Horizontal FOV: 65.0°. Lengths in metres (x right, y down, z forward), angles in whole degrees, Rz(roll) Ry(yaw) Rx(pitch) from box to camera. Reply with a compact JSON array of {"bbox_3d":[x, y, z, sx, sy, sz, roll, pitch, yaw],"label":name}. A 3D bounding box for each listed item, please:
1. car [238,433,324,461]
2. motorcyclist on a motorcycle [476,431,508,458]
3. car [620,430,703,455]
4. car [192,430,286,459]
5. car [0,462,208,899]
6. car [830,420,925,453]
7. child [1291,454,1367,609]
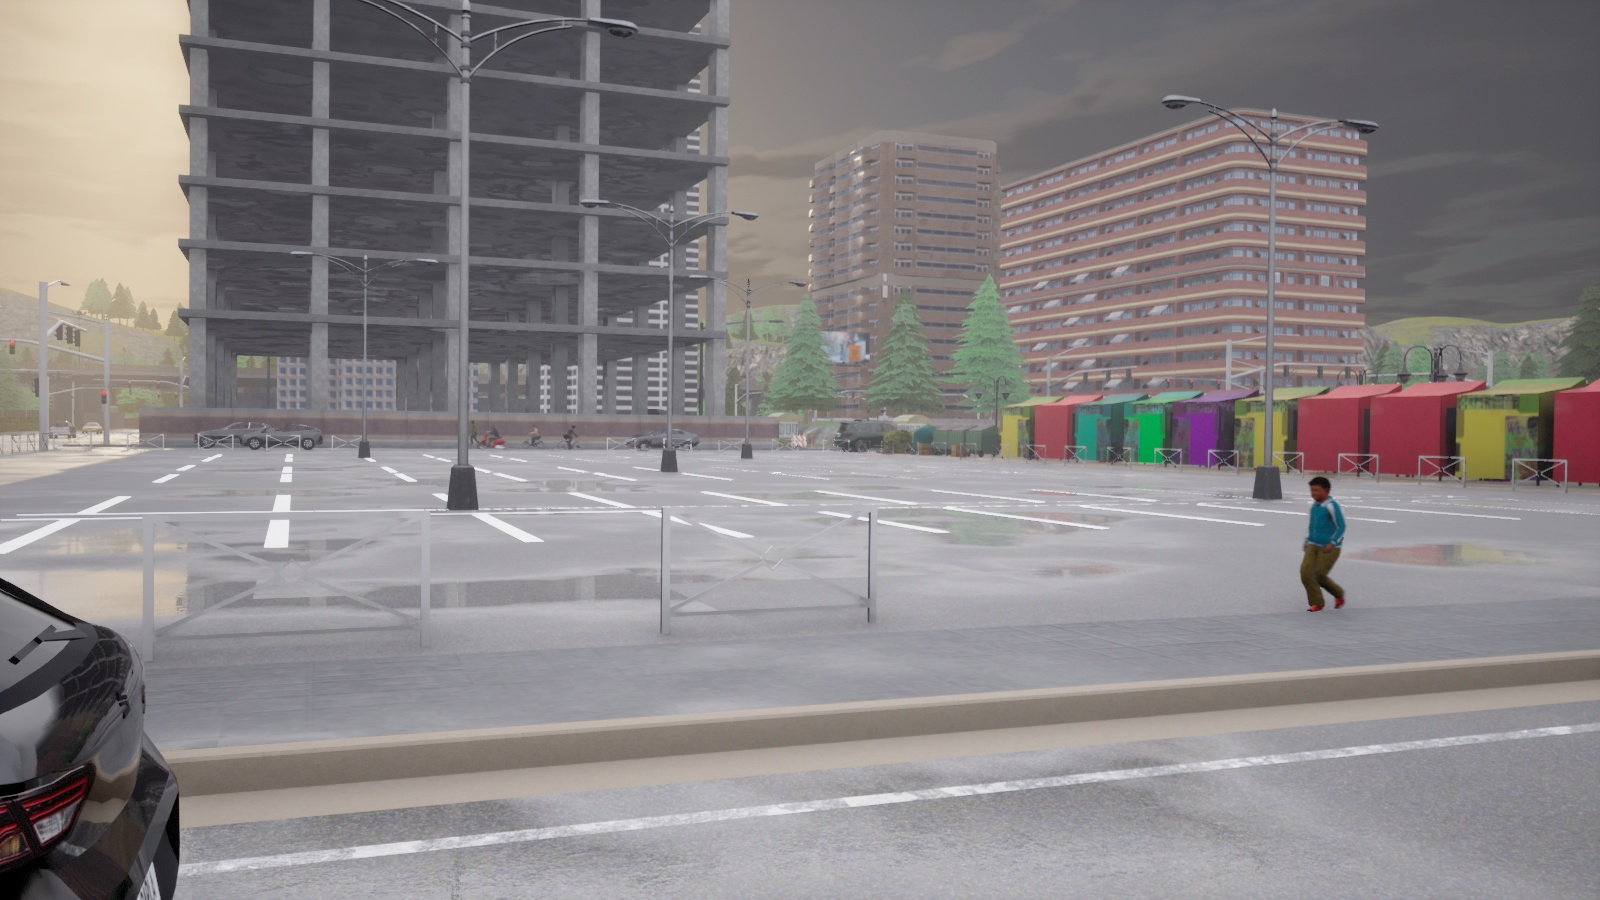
[{"bbox_3d":[-29.989,-0.169,72.661,4.514,1.525,2.007,-1,1,-22],"label":"car"},{"bbox_3d":[-18.932,-0.350,77.189,1.817,1.590,0.866,-1,1,-22],"label":"motorcyclist on a motorcycle"},{"bbox_3d":[-8.973,-0.517,81.268,4.902,1.511,2.128,-1,1,-22],"label":"car"},{"bbox_3d":[-33.450,-0.339,75.023,5.027,1.651,2.152,-1,1,-22],"label":"car"},{"bbox_3d":[-3.322,0.815,1.970,4.193,1.474,1.816,-1,1,-21],"label":"car"},{"bbox_3d":[4.905,-0.869,79.385,5.566,2.045,2.150,-1,1,-22],"label":"car"},{"bbox_3d":[4.202,0.632,9.982,0.448,1.192,0.343,-1,1,-24],"label":"child"}]
